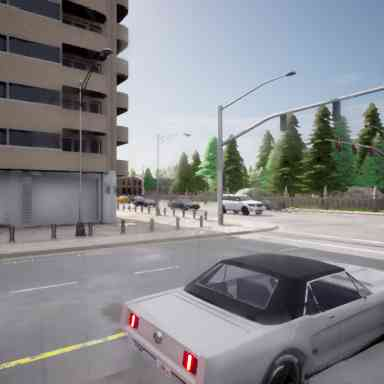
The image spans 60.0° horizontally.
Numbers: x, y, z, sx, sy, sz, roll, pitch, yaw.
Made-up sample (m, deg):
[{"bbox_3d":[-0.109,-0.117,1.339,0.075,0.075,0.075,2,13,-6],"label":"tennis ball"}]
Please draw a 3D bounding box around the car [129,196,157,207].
[{"bbox_3d":[-7.253,1.603,51.245,2.033,1.411,5.357,0,0,-36],"label":"car"}]

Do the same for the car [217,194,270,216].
[{"bbox_3d":[4.933,1.278,34.252,2.150,2.045,5.566,0,0,-36],"label":"car"}]

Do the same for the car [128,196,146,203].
[{"bbox_3d":[-11.564,1.581,69.531,1.812,1.442,4.674,0,0,-36],"label":"car"}]

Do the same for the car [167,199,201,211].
[{"bbox_3d":[-1.127,1.603,42.683,2.033,1.411,5.357,0,0,-36],"label":"car"}]

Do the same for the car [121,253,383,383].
[{"bbox_3d":[1.516,1.601,4.858,4.718,1.301,1.895,0,0,-35],"label":"car"}]

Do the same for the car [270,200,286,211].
[{"bbox_3d":[9.001,1.603,40.846,2.033,1.411,5.357,0,0,-35],"label":"car"}]

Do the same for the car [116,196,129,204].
[{"bbox_3d":[-14.180,1.533,67.183,1.882,1.535,5.008,0,0,-36],"label":"car"}]
